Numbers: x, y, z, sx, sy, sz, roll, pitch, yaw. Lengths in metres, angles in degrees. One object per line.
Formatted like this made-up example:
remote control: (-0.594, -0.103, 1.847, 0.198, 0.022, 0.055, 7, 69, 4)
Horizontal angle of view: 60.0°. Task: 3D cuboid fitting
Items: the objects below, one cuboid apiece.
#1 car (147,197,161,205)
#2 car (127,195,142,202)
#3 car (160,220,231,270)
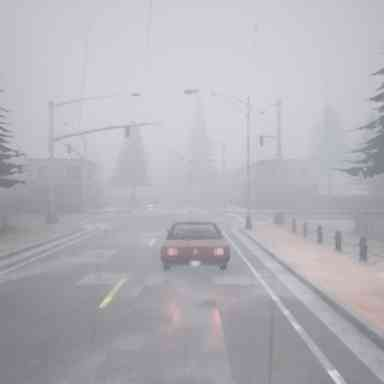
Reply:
car: (-6.391, 1.470, 55.873, 1.895, 1.301, 4.718, 0, 0, -13)
car: (-12.203, 1.384, 70.442, 2.033, 1.411, 5.357, 0, 0, -26)
car: (0.072, 1.582, 10.925, 1.895, 1.301, 4.718, 0, 0, -1)
